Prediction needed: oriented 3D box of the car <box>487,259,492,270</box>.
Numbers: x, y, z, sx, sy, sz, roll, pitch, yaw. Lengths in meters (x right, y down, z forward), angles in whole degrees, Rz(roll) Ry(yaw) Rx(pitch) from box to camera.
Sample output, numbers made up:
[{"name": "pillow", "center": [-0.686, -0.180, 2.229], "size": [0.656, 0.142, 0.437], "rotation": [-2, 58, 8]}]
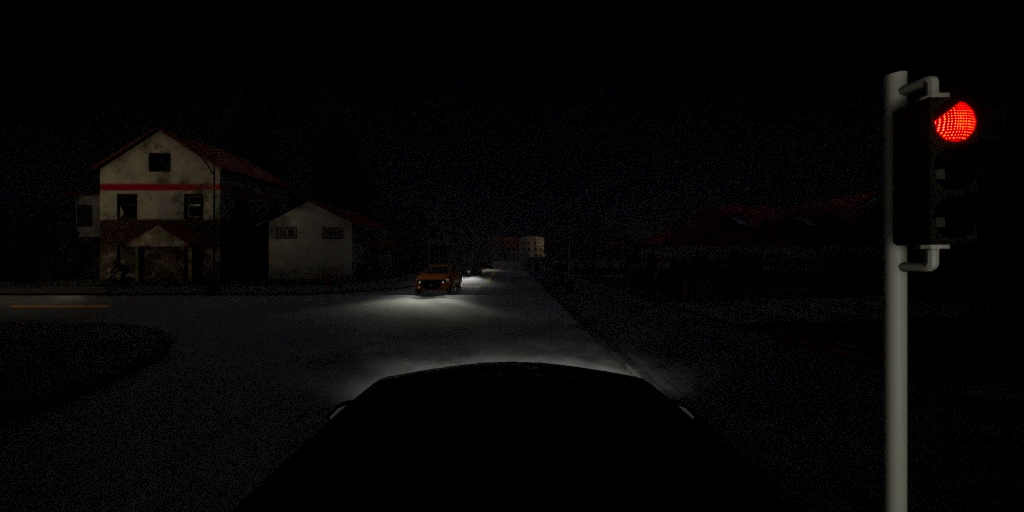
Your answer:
[{"name": "car", "center": [-4.075, 1.227, 54.398], "size": [1.882, 1.535, 5.008], "rotation": [0, 0, 0]}]

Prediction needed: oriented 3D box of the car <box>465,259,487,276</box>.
[{"name": "car", "center": [-4.093, 1.241, 36.404], "size": [2.128, 1.511, 4.902], "rotation": [0, 0, 0]}]

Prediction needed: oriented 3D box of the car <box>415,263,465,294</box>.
[{"name": "car", "center": [-4.098, 1.227, 20.550], "size": [1.882, 1.535, 5.008], "rotation": [0, 0, 0]}]

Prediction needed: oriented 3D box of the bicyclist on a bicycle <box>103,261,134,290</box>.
[{"name": "bicyclist on a bicycle", "center": [-22.538, 1.099, 20.572], "size": [0.582, 1.620, 1.656], "rotation": [0, 0, 0]}]
